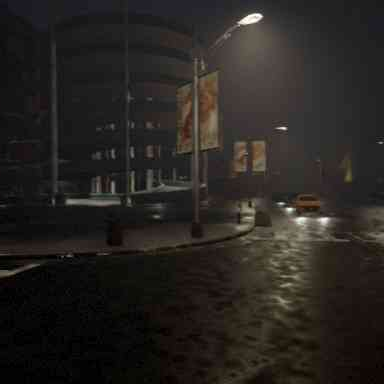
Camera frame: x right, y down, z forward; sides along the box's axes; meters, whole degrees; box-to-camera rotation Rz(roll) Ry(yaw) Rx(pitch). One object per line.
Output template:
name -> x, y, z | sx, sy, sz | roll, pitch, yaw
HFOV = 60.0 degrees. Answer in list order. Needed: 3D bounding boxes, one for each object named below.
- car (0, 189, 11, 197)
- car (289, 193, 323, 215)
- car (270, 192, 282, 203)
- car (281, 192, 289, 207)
car -> -36.521, 0.374, 61.717 | 5.566, 2.045, 2.435 | 0, 1, 11
car -> 9.299, 0.979, 27.026 | 1.882, 1.535, 5.008 | 0, 1, 11
car -> 12.398, 0.719, 46.834 | 2.033, 1.411, 5.357 | 0, 1, 1
car -> 11.133, 0.849, 36.302 | 1.837, 1.490, 4.892 | 0, 1, 11
